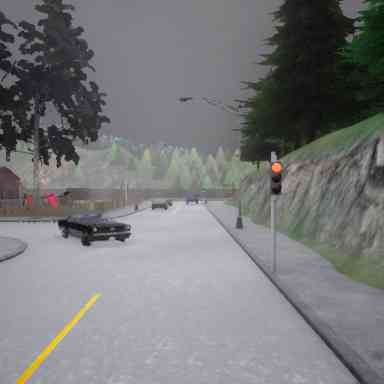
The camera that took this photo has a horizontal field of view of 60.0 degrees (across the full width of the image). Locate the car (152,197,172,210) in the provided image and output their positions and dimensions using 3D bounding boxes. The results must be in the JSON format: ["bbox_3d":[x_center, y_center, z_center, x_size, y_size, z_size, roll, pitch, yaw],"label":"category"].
[{"bbox_3d":[-4.064,1.478,42.896,1.882,1.535,5.008,0,0,0],"label":"car"}]

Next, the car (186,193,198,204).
[{"bbox_3d":[0.051,1.221,62.528,2.150,2.045,5.566,0,0,0],"label":"car"}]

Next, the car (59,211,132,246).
[{"bbox_3d":[-4.590,1.601,15.458,1.895,1.301,4.718,0,0,-37],"label":"car"}]
